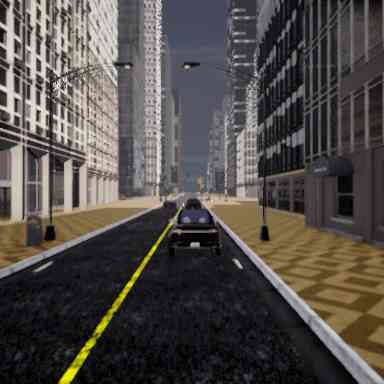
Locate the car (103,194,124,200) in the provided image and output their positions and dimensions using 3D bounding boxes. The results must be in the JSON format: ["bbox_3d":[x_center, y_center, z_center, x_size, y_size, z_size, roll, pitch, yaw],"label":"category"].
[{"bbox_3d":[-18.894,1.349,76.341,4.829,1.417,1.752,0,0,-1],"label":"car"}]

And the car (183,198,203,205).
[{"bbox_3d":[0.101,1.474,37.357,1.837,1.490,4.892,0,0,0],"label":"car"}]

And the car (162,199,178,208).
[{"bbox_3d":[-3.004,1.563,46.168,1.895,1.301,4.718,0,0,0],"label":"car"}]

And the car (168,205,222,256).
[{"bbox_3d":[0.097,1.482,13.123,2.128,1.511,4.902,0,0,0],"label":"car"}]
